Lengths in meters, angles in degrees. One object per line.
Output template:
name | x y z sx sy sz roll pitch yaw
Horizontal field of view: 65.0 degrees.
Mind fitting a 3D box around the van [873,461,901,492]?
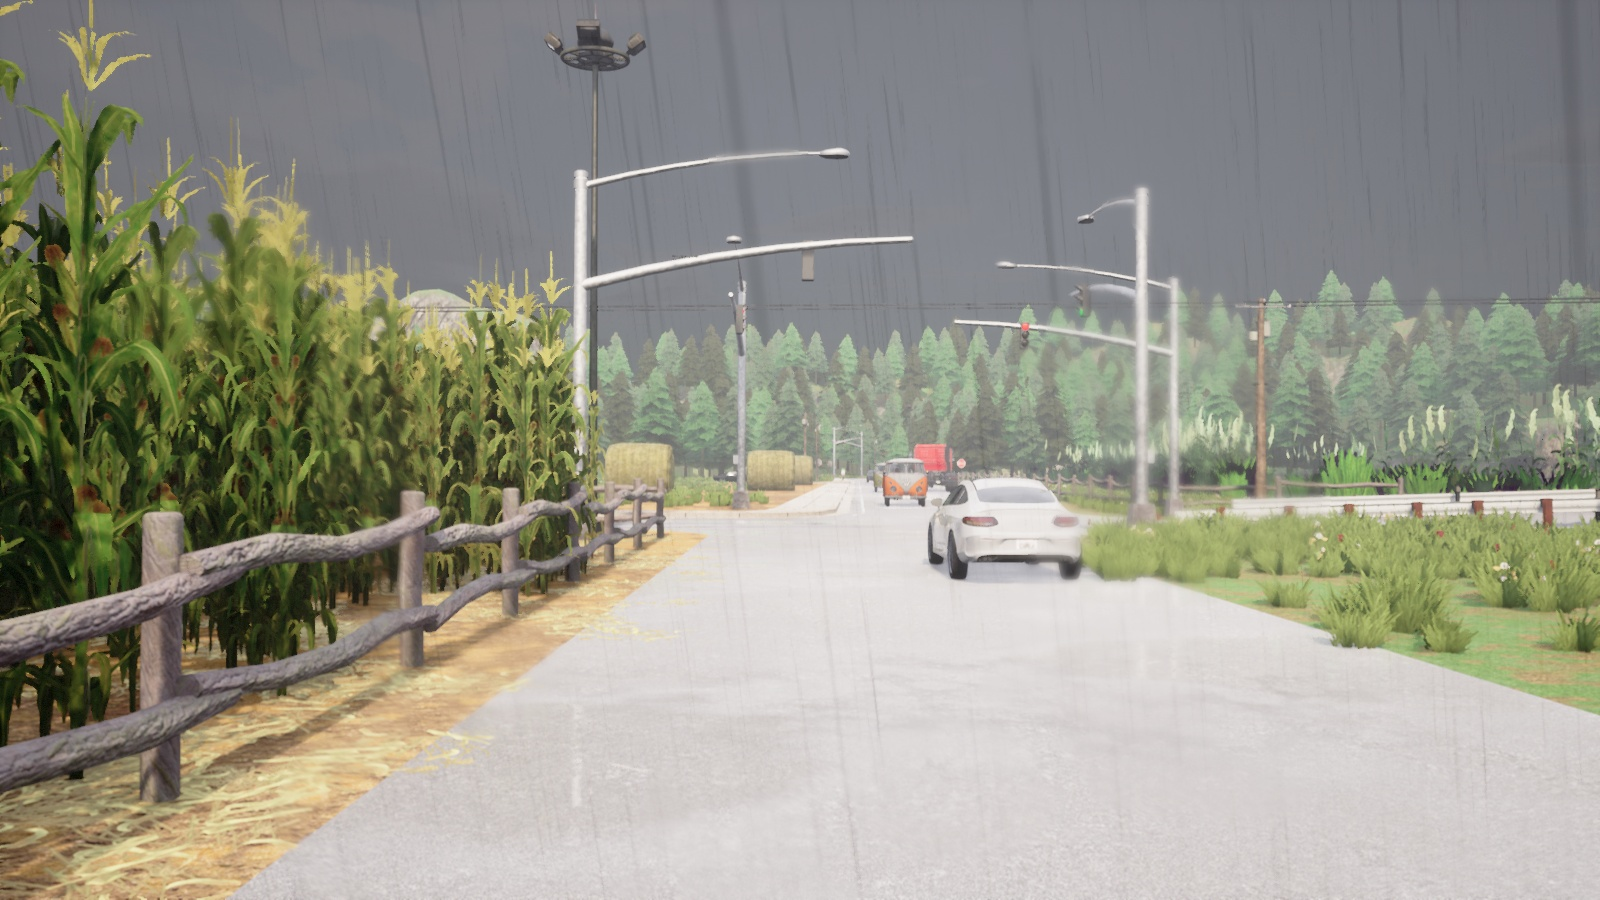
van | 5.854 1.777 84.549 1.775 1.987 4.442 0 -1 3

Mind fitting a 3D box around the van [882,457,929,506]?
van | 4.394 1.305 52.755 1.775 1.987 4.442 0 -1 3

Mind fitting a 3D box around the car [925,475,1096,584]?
car | 3.054 1.114 19.198 1.812 1.442 4.674 0 -1 0

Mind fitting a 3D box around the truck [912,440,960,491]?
truck | 9.578 1.101 89.406 2.891 3.462 7.936 0 -1 3
